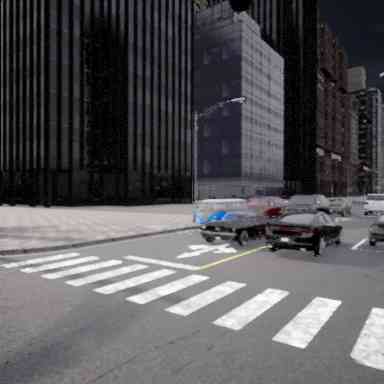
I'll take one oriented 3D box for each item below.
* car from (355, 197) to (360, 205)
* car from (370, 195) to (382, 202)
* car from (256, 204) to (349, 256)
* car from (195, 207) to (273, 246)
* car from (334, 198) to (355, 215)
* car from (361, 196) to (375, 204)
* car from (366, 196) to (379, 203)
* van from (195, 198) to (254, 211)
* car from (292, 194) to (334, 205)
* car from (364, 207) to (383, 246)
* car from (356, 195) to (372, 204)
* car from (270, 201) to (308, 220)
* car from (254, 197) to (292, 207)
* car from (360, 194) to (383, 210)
[{"bbox_3d":[28.165,1.498,56.236,2.008,1.369,4.403,0,0,35],"label":"car"},{"bbox_3d":[41.253,1.472,74.586,1.752,1.417,4.829,0,0,35],"label":"car"},{"bbox_3d":[4.606,1.464,13.284,1.882,1.535,5.008,0,0,36],"label":"car"},{"bbox_3d":[2.319,1.574,15.416,1.895,1.301,4.718,0,0,35],"label":"car"},{"bbox_3d":[13.686,1.466,31.332,1.837,1.490,4.892,0,0,36],"label":"car"},{"bbox_3d":[34.660,1.472,65.342,1.752,1.417,4.829,0,0,35],"label":"car"},{"bbox_3d":[38.055,1.513,70.103,1.947,1.339,4.313,0,0,35],"label":"car"},{"bbox_3d":[1.791,1.301,19.259,1.690,1.788,3.998,0,0,35],"label":"van"},{"bbox_3d":[7.990,1.188,23.357,2.150,2.045,5.566,0,0,36],"label":"car"},{"bbox_3d":[8.732,1.546,14.310,2.008,1.369,4.403,0,0,35],"label":"car"},{"bbox_3d":[31.462,1.387,60.858,1.967,1.590,4.097,0,0,35],"label":"car"},{"bbox_3d":[8.384,1.534,28.504,1.802,1.307,4.206,0,0,35],"label":"car"},{"bbox_3d":[5.088,1.271,23.881,2.192,1.841,5.009,0,0,35],"label":"car"},{"bbox_3d":[17.996,1.194,31.883,2.150,2.045,5.566,0,0,36],"label":"car"}]
